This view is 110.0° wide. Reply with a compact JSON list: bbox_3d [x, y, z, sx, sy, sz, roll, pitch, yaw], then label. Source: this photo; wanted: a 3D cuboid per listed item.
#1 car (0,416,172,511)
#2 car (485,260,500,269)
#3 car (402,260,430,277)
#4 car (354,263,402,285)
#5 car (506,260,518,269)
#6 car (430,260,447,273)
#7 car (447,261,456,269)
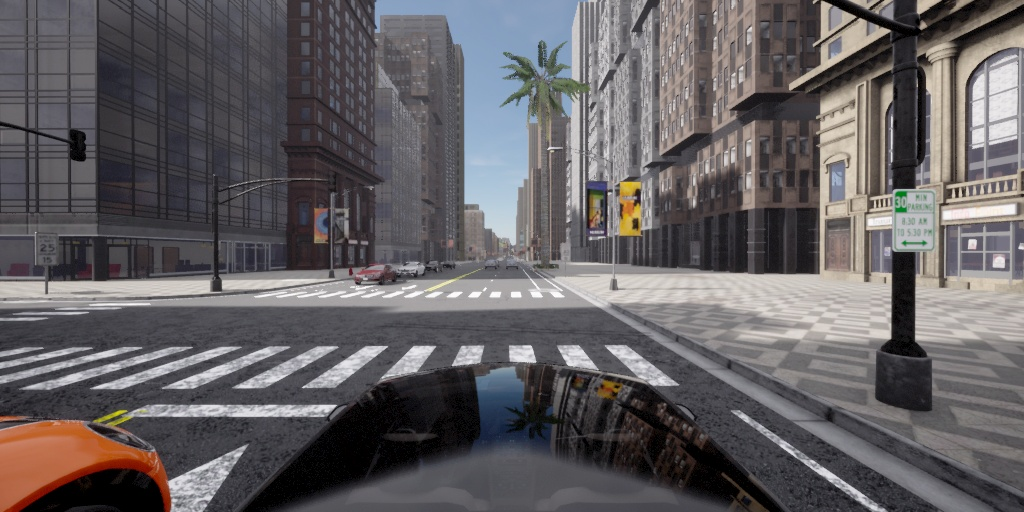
[{"bbox_3d":[-3.150,1.102,0.290,2.097,1.767,4.553,0,0,0],"label":"car"},{"bbox_3d":[-3.237,1.335,55.769,2.033,1.411,5.357,0,0,0],"label":"car"},{"bbox_3d":[-9.840,1.286,35.300,1.812,1.442,4.674,0,0,0],"label":"car"},{"bbox_3d":[-9.846,1.281,26.308,1.812,1.442,4.674,0,0,-1],"label":"car"},{"bbox_3d":[0.013,1.334,55.768,2.033,1.411,5.357,0,0,0],"label":"car"},{"bbox_3d":[-9.837,1.274,44.557,1.837,1.490,4.892,0,0,0],"label":"car"},{"bbox_3d":[-9.792,1.386,54.857,1.895,1.301,4.718,0,0,0],"label":"car"}]
